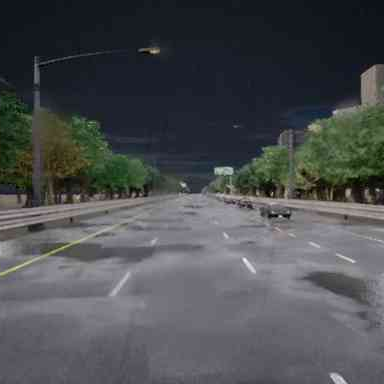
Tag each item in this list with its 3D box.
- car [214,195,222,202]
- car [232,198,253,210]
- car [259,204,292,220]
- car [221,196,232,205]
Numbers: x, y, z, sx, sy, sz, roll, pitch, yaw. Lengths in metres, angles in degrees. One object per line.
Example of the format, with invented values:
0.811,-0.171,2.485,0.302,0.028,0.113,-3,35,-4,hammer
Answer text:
7.400,1.758,83.239,2.128,1.511,4.902,0,0,1,car
7.127,1.619,45.785,1.837,1.490,4.892,0,0,0,car
7.052,1.663,28.665,1.895,1.301,4.718,0,0,0,car
7.241,1.773,64.254,1.895,1.301,4.718,0,0,0,car
